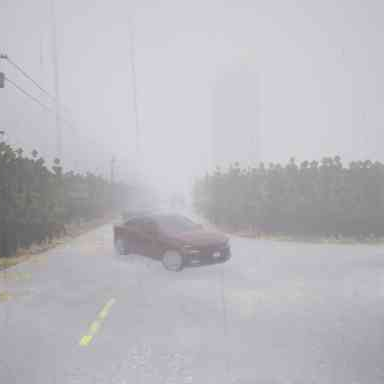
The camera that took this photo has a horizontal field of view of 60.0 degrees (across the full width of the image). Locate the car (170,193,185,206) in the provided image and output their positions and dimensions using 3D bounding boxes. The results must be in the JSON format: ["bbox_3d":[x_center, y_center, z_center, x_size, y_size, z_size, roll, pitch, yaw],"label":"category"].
[{"bbox_3d":[-2.293,1.236,53.755,2.150,2.045,5.566,0,0,1],"label":"car"}]

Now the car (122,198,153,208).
[{"bbox_3d":[-4.292,1.485,25.882,1.882,1.535,5.008,0,0,-4],"label":"car"}]

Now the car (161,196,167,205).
[{"bbox_3d":[-5.520,1.494,58.137,1.882,1.535,5.008,0,0,3],"label":"car"}]

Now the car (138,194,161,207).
[{"bbox_3d":[-5.463,1.237,41.524,2.150,2.045,5.566,0,0,-2],"label":"car"}]

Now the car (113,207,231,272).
[{"bbox_3d":[-0.892,1.481,11.138,1.882,1.535,5.008,-1,1,-39],"label":"car"}]
